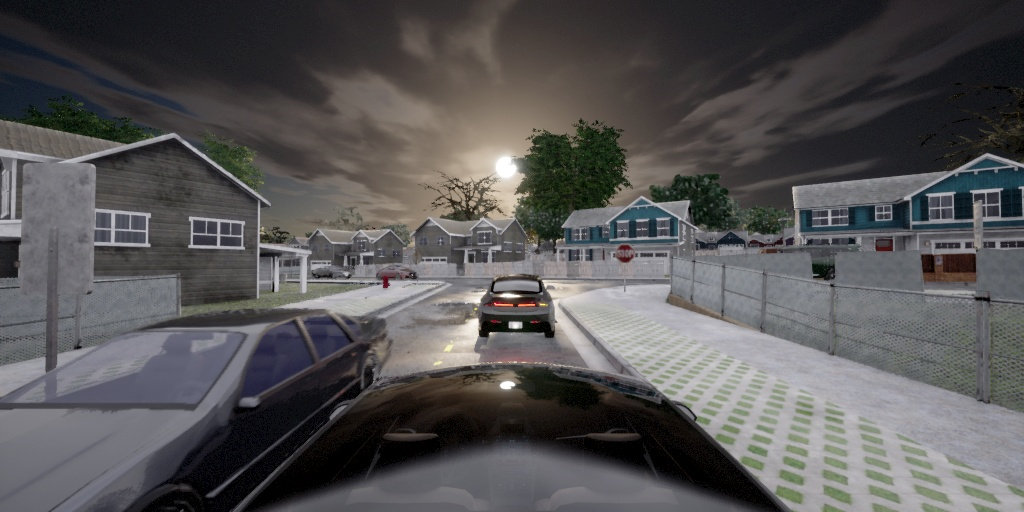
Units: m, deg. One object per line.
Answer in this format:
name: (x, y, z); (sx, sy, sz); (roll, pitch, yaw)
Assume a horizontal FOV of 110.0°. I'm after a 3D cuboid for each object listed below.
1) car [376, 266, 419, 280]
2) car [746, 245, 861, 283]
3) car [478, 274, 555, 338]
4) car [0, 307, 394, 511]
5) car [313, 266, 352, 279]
car: (-10.458, 1.562, 32.690); (4.181, 1.385, 1.994); (-2, -2, 32)
car: (15.109, 0.512, 19.010); (5.566, 2.045, 2.150); (-1, -2, 35)
car: (0.170, 1.258, 10.228); (1.837, 1.490, 4.892); (0, 0, 2)
car: (-2.848, 1.298, 3.616); (2.033, 1.411, 5.357); (0, 0, 0)
car: (-18.996, 1.761, 37.873); (4.902, 1.511, 2.128); (-2, -2, 30)
